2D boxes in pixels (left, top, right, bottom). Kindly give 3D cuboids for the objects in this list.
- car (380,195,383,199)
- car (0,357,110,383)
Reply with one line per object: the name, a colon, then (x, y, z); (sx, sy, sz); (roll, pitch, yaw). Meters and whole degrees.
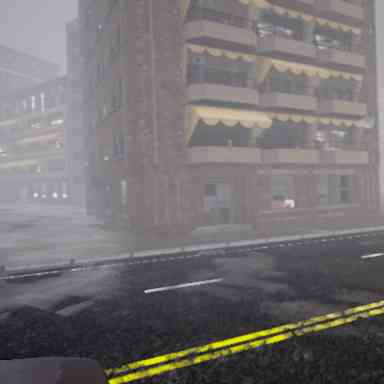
car: (24.825, 0.534, 47.526); (4.206, 1.307, 1.802); (-1, 0, 32)
car: (-2.884, 1.633, 1.357); (5.357, 1.411, 2.033); (-2, 0, -25)
